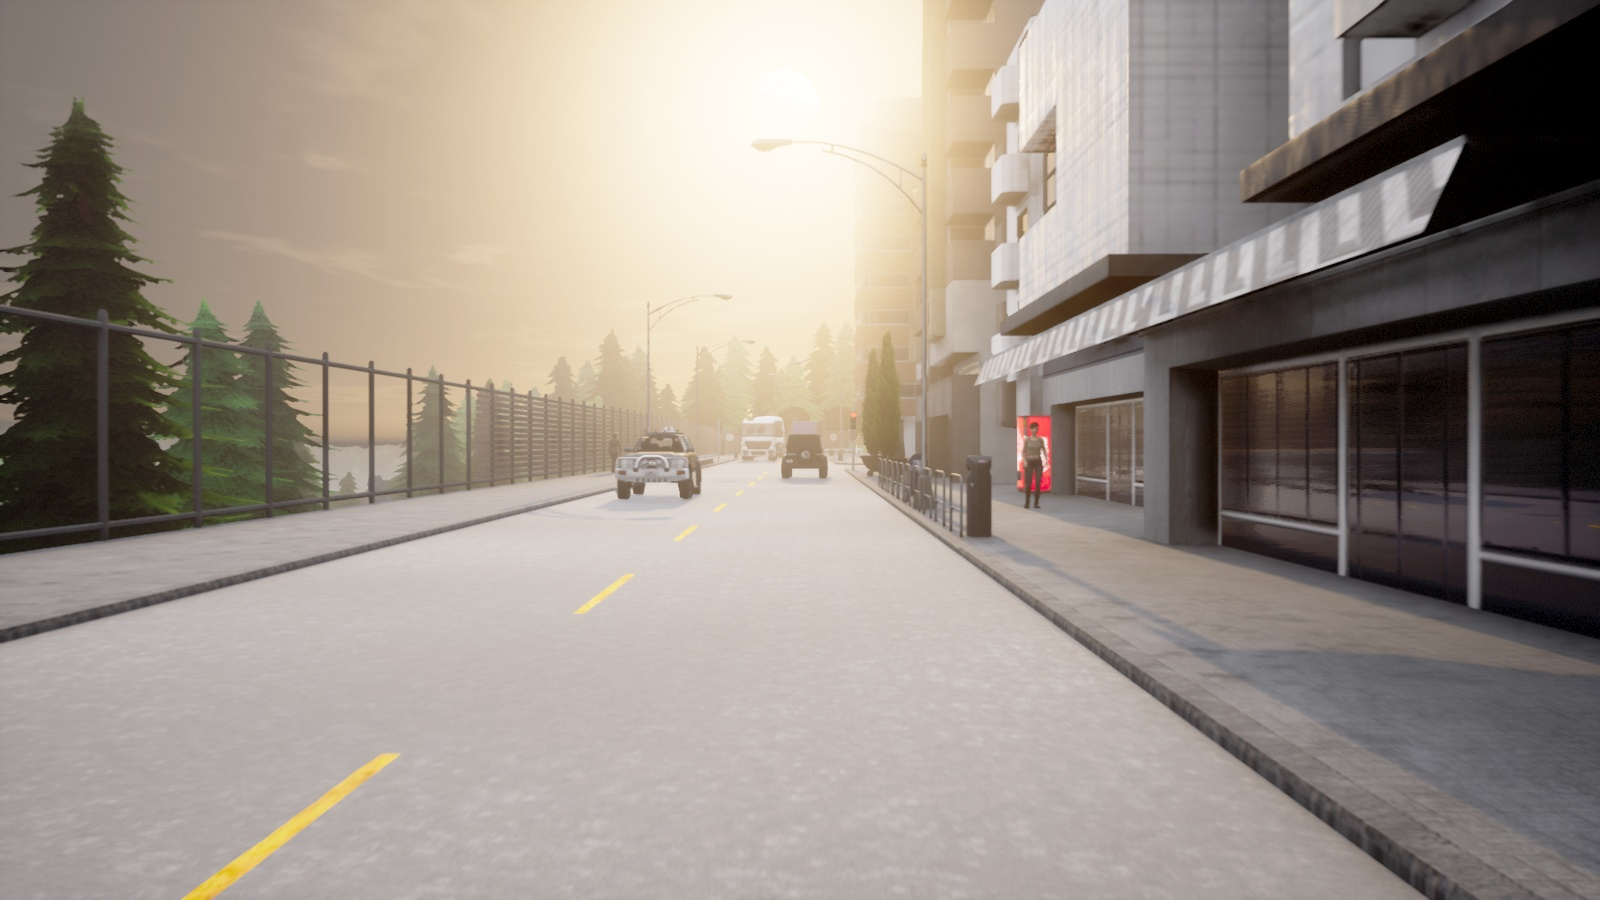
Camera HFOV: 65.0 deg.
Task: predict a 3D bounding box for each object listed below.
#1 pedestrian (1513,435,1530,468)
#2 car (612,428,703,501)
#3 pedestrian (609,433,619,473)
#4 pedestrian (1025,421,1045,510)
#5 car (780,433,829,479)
[{"bbox_3d":[40.676,0.087,70.805,0.720,1.854,0.376,0,0,0],"label":"pedestrian"},{"bbox_3d":[-3.800,0.367,34.224,1.932,1.855,4.605,0,0,0],"label":"car"},{"bbox_3d":[-8.453,0.129,56.961,0.328,1.805,0.869,0,0,-1],"label":"pedestrian"},{"bbox_3d":[4.864,0.314,26.007,0.345,1.836,0.594,0,0,3],"label":"pedestrian"},{"bbox_3d":[0.221,0.242,53.437,1.905,1.878,3.866,0,0,2],"label":"car"}]
